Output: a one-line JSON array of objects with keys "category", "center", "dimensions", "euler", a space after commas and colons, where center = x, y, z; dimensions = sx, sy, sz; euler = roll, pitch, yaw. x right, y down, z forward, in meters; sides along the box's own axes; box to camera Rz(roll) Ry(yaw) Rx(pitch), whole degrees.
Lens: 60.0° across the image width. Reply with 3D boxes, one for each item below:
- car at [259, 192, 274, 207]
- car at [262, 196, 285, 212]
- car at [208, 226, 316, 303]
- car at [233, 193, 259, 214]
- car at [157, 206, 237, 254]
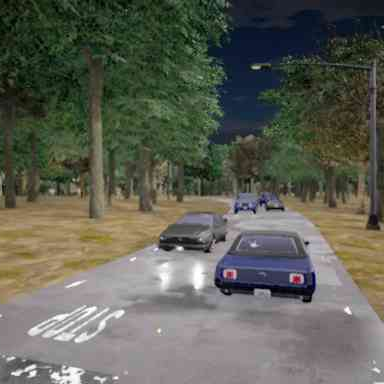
[{"category": "car", "center": [10.538, 1.019, 47.771], "dimensions": [2.150, 2.045, 5.566], "euler": [0, 1, 4]}, {"category": "car", "center": [9.351, 1.438, 37.833], "dimensions": [1.994, 1.385, 4.181], "euler": [0, 0, 8]}, {"category": "car", "center": [1.940, 1.581, 8.287], "dimensions": [1.895, 1.301, 4.718], "euler": [0, 0, 17]}, {"category": "car", "center": [5.490, 1.122, 33.810], "dimensions": [2.150, 2.045, 5.566], "euler": [0, 0, 11]}, {"category": "car", "center": [0.328, 1.518, 13.798], "dimensions": [2.033, 1.411, 5.357], "euler": [0, 0, 16]}]
